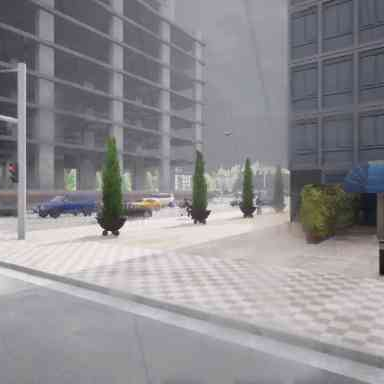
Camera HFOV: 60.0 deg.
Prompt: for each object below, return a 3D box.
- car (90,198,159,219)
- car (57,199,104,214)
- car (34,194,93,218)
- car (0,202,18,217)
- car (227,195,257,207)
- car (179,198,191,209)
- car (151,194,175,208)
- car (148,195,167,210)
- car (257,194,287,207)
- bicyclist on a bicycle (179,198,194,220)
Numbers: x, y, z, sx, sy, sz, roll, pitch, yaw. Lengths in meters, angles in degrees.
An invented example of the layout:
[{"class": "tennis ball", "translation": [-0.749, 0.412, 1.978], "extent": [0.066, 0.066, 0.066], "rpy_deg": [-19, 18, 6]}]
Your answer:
[{"class": "car", "translation": [-5.273, 1.491, 26.692], "extent": [2.128, 1.511, 4.902], "rpy_deg": [0, 0, 36]}, {"class": "car", "translation": [-11.910, 1.526, 35.777], "extent": [1.812, 1.442, 4.674], "rpy_deg": [0, 0, 36]}, {"class": "car", "translation": [-11.455, 1.221, 30.432], "extent": [2.150, 2.045, 5.566], "rpy_deg": [0, 0, 36]}, {"class": "car", "translation": [-16.970, 1.564, 28.775], "extent": [1.994, 1.385, 4.181], "rpy_deg": [0, 0, 36]}, {"class": "car", "translation": [7.626, 1.601, 50.609], "extent": [1.895, 1.301, 4.718], "rpy_deg": [0, 0, 36]}, {"class": "car", "translation": [0.090, 1.526, 46.384], "extent": [1.812, 1.442, 4.674], "rpy_deg": [0, 0, 36]}, {"class": "car", "translation": [-4.674, 1.224, 45.782], "extent": [2.150, 2.045, 5.566], "rpy_deg": [0, 0, 36]}, {"class": "car", "translation": [-5.601, 1.478, 38.534], "extent": [1.882, 1.535, 5.008], "rpy_deg": [0, 0, 36]}, {"class": "car", "translation": [12.353, 1.493, 51.099], "extent": [2.128, 1.511, 4.902], "rpy_deg": [0, 0, 36]}, {"class": "bicyclist on a bicycle", "translation": [-0.367, 1.301, 25.316], "extent": [1.656, 1.620, 0.582], "rpy_deg": [0, 0, 36]}]
